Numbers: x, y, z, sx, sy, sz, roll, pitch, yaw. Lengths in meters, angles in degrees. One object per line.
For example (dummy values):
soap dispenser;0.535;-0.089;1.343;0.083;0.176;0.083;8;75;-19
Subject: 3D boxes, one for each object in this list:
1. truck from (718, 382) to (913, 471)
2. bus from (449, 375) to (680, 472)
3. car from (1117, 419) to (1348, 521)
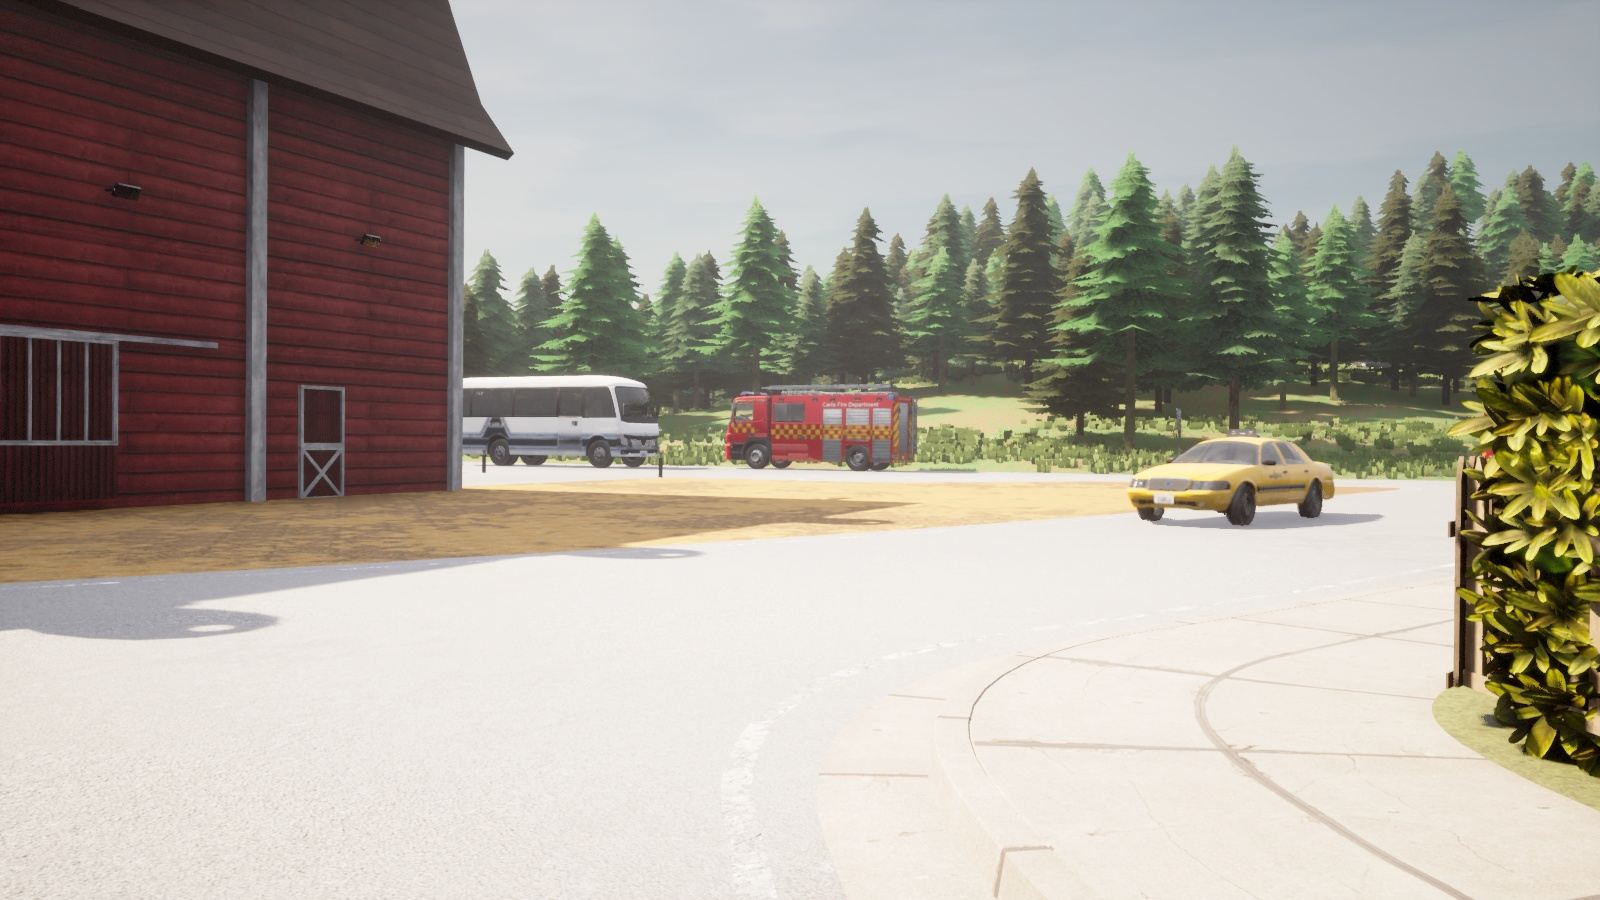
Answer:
truck;0.667;-1.022;57.294;8.468;3.827;2.891;0;0;26
bus;-11.111;-1.139;59.087;10.273;4.253;3.944;0;0;26
car;7.703;0.269;21.994;1.801;1.575;5.366;0;1;43
